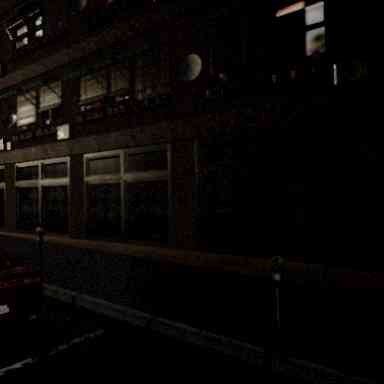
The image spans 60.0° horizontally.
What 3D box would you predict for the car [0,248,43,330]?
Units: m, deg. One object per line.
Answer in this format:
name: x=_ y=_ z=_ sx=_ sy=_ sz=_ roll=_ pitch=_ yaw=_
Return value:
car: x=-4.483 y=1.505 z=5.947 sx=4.507 sy=1.381 sz=1.887 roll=0 pitch=-1 yaw=36
